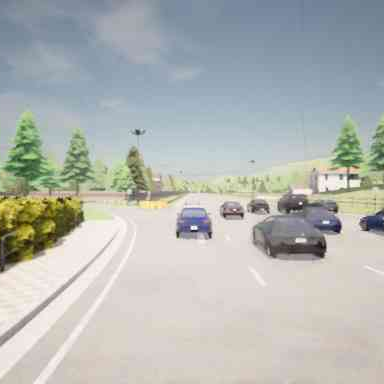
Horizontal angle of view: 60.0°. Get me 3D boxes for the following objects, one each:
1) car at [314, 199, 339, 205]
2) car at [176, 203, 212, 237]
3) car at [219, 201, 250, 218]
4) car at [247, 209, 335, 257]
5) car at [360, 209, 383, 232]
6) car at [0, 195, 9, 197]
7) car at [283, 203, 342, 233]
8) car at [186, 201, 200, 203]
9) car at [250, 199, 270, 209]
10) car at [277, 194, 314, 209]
[{"bbox_3d":[14.096,1.497,35.894,2.128,1.511,4.902,0,0,0],"label":"car"},{"bbox_3d":[0.099,1.529,17.981,1.812,1.442,4.674,0,0,0],"label":"car"},{"bbox_3d":[3.597,1.552,30.483,2.033,1.411,5.357,0,0,0],"label":"car"},{"bbox_3d":[3.598,1.566,12.971,1.994,1.385,4.181,0,0,0],"label":"car"},{"bbox_3d":[10.597,1.528,17.228,1.812,1.442,4.674,0,0,0],"label":"car"},{"bbox_3d":[-46.619,1.465,81.962,4.902,1.511,2.128,0,0,40],"label":"car"},{"bbox_3d":[7.097,1.567,19.605,1.994,1.385,4.181,0,0,0],"label":"car"},{"bbox_3d":[0.095,1.606,34.391,1.895,1.301,4.718,0,0,0],"label":"car"},{"bbox_3d":[7.095,1.511,36.001,1.837,1.490,4.892,0,0,0],"label":"car"},{"bbox_3d":[10.595,1.227,35.173,2.150,2.045,5.566,0,0,0],"label":"car"}]
